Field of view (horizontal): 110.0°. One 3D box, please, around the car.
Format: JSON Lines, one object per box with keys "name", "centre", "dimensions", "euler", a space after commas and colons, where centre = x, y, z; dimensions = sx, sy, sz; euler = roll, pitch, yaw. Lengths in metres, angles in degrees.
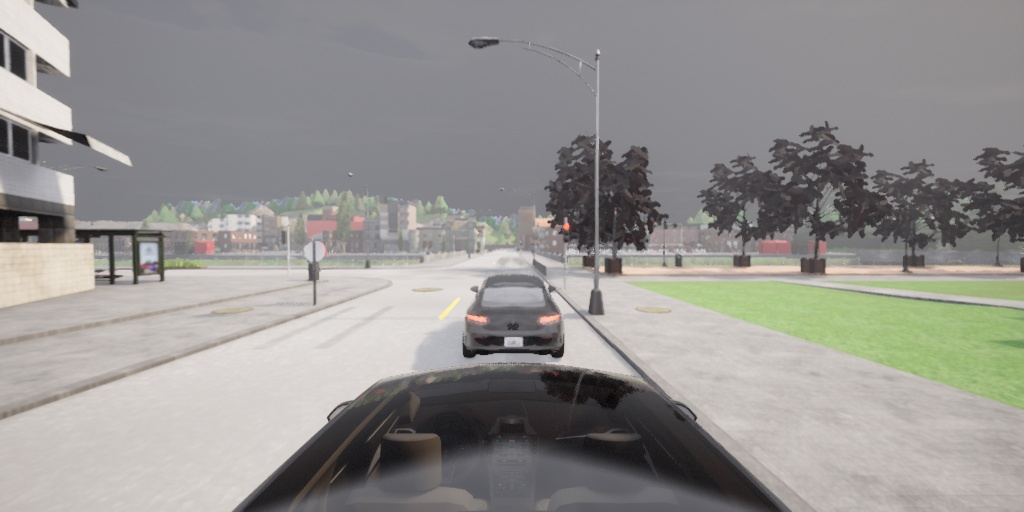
{"name": "car", "centre": [0.026, 1.105, 7.863], "dimensions": [1.812, 1.442, 4.674], "euler": [0, 2, 0]}
